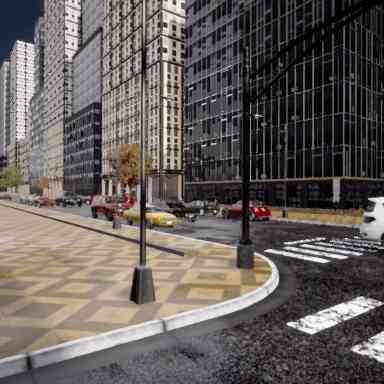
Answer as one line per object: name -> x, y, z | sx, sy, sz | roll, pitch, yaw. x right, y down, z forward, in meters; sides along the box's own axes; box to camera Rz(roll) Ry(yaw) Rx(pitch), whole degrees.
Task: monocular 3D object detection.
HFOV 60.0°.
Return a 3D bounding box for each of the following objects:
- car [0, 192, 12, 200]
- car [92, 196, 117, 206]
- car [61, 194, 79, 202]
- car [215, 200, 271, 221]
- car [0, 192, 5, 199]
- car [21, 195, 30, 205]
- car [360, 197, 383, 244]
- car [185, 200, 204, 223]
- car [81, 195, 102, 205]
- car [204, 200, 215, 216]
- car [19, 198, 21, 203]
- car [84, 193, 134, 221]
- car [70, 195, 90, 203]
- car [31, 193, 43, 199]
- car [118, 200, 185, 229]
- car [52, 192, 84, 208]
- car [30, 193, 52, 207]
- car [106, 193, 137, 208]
car -> -39.826, 1.006, 71.268 | 1.887, 1.381, 4.507 | 1, 0, -36
car -> -12.939, 1.268, 49.003 | 1.752, 1.417, 4.829 | 1, 0, -36
car -> -23.061, 1.148, 62.692 | 1.752, 1.417, 4.829 | 1, 0, -36
car -> 4.139, 1.362, 26.129 | 1.967, 1.590, 4.097 | 1, 0, -36
car -> -46.574, 0.808, 80.396 | 1.967, 1.590, 4.097 | 1, 0, -36
car -> -22.953, 1.225, 48.451 | 2.008, 1.369, 4.403 | 1, 0, -36
car -> 9.196, 1.207, 12.069 | 5.566, 2.045, 2.150 | 0, 1, 29
car -> -1.534, 1.396, 23.839 | 1.837, 1.490, 4.892 | 0, 0, -36
car -> -16.211, 1.250, 53.429 | 1.887, 1.381, 4.507 | 1, 0, -36
car -> 0.737, 1.440, 30.676 | 2.008, 1.369, 4.403 | 1, 0, -36
car -> -26.327, 1.185, 53.014 | 2.008, 1.369, 4.403 | 1, 0, -36
car -> -6.159, 1.172, 25.576 | 2.192, 1.841, 5.009 | 1, 0, -36
car -> -19.585, 1.216, 57.991 | 2.008, 1.369, 4.403 | 1, 0, -36
car -> -39.830, 0.965, 85.369 | 1.947, 1.339, 4.313 | 1, 0, -36
car -> -2.708, 1.416, 20.856 | 1.752, 1.417, 4.829 | 1, 0, -36
car -> -16.204, 0.960, 43.776 | 2.150, 2.045, 5.566 | 0, 0, -36
car -> -19.579, 1.257, 43.888 | 1.887, 1.381, 4.507 | 1, 0, -36
car -> -9.461, 1.096, 44.304 | 2.192, 1.841, 5.009 | 1, 0, -36
